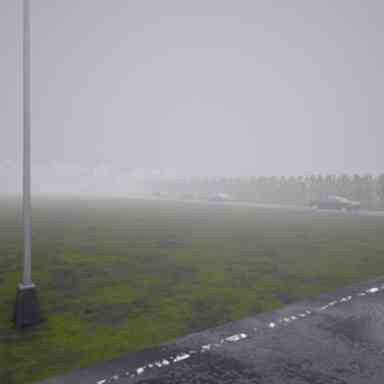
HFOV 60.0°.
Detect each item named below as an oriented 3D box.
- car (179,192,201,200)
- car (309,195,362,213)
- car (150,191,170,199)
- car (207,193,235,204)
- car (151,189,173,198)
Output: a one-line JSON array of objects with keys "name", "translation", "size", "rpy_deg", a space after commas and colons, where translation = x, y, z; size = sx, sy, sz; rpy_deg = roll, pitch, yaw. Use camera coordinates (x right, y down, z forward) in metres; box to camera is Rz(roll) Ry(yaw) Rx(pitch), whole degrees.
[{"name": "car", "translation": [-0.347, 0.658, 57.572], "size": [2.128, 1.511, 4.902], "rpy_deg": [1, 1, -35]}, {"name": "car", "translation": [13.978, 1.123, 32.649], "size": [1.882, 1.535, 5.008], "rpy_deg": [1, 1, -36]}, {"name": "car", "translation": [-6.376, 0.553, 65.881], "size": [1.994, 1.385, 4.181], "rpy_deg": [1, 1, -36]}, {"name": "car", "translation": [3.975, 0.868, 46.590], "size": [1.812, 1.442, 4.674], "rpy_deg": [1, 1, -36]}, {"name": "car", "translation": [-5.219, 0.077, 59.562], "size": [2.097, 1.767, 4.553], "rpy_deg": [1, 1, -36]}]
